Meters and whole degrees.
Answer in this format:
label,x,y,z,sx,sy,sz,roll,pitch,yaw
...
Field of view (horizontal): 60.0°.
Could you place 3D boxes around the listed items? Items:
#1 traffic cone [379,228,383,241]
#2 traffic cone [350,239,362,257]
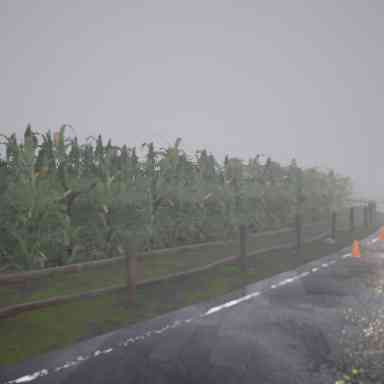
label,x,y,z,sx,sy,sz,roll,pitch,yaw
traffic cone,8.883,1.950,15.480,0.340,0.580,0.340,-1,0,38
traffic cone,5.769,1.964,11.724,0.340,0.580,0.340,-1,0,41
